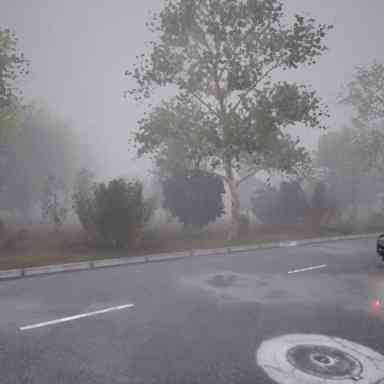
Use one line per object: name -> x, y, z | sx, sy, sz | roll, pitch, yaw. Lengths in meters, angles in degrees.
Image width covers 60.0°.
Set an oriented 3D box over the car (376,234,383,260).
car -> 8.522, 1.795, 11.462 | 4.902, 1.511, 2.128 | 2, -2, -27
